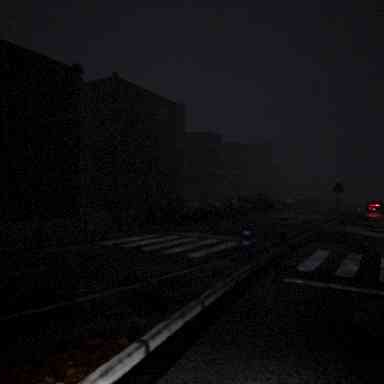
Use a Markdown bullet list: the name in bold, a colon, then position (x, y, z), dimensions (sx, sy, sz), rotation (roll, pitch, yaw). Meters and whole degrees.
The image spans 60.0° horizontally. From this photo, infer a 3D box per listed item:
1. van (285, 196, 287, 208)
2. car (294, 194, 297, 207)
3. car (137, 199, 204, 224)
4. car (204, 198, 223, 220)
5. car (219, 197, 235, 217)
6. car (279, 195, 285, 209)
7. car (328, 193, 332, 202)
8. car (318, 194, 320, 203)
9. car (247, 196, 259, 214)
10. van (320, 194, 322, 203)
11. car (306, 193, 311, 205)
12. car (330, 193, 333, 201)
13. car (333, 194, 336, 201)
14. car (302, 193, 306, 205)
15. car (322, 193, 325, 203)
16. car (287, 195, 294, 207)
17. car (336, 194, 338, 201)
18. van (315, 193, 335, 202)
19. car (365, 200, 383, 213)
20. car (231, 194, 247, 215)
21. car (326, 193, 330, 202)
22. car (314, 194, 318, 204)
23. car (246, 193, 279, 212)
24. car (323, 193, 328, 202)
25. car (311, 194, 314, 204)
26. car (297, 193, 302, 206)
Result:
- **van**: position (9.543, 1.207, 43.153), dimensions (4.442, 1.987, 1.878), rotation (1, 1, 31)
- **car**: position (12.237, 1.311, 47.967), dimensions (4.553, 1.767, 2.185), rotation (1, 0, 31)
- **car**: position (-1.825, 1.258, 24.240), dimensions (4.553, 1.767, 2.185), rotation (1, 0, 31)
- **car**: position (-0.445, 1.397, 26.632), dimensions (5.008, 1.535, 2.097), rotation (1, 0, 31)
- **car**: position (0.972, 1.446, 28.996), dimensions (4.674, 1.452, 2.002), rotation (1, 0, 31)
- **car**: position (8.188, 1.428, 40.750), dimensions (5.366, 1.575, 1.946), rotation (1, 1, 31)
- **car**: position (27.757, 1.578, 74.022), dimensions (4.792, 1.488, 2.163), rotation (1, 0, 31)
- **car**: position (20.733, 1.483, 62.160), dimensions (4.892, 1.521, 2.231), rotation (1, 0, 31)
- **car**: position (3.790, 1.422, 33.743), dimensions (4.892, 1.521, 2.231), rotation (1, 0, 31)
- **van**: position (22.307, 1.270, 64.577), dimensions (4.442, 1.987, 1.878), rotation (1, 0, 31)
- **car**: position (16.500, 1.456, 55.054), dimensions (4.892, 1.521, 2.231), rotation (1, 0, 31)
- **car**: position (29.191, 1.606, 76.377), dimensions (4.674, 1.452, 2.002), rotation (1, 0, 31)
- **car**: position (30.600, 1.583, 78.747), dimensions (5.008, 1.535, 2.097), rotation (1, 0, 31)
- **car**: position (15.113, 1.323, 52.673), dimensions (4.553, 1.767, 2.185), rotation (1, 0, 31)
- **car**: position (23.551, 1.545, 66.899), dimensions (4.674, 1.452, 2.002), rotation (1, 0, 31)
- **car**: position (10.846, 1.434, 45.586), dimensions (5.008, 1.535, 2.097), rotation (1, 0, 31)
- **car**: position (31.995, 1.351, 81.126), dimensions (5.566, 2.045, 2.435), rotation (1, 0, 31)
- **van**: position (33.330, 1.395, 83.541), dimensions (4.442, 1.987, 1.878), rotation (1, 0, 31)
- **car**: position (21.648, 1.661, 39.273), dimensions (1.837, 1.490, 4.892), rotation (1, 0, 31)
- **car**: position (2.410, 1.290, 31.350), dimensions (4.553, 1.767, 2.185), rotation (1, 0, 31)
- **car**: position (26.377, 1.535, 71.634), dimensions (4.892, 1.521, 2.231), rotation (1, 0, 31)
- **car**: position (19.323, 1.473, 59.792), dimensions (4.892, 1.521, 2.231), rotation (1, 0, 31)
- **car**: position (6.596, 1.174, 38.489), dimensions (5.566, 2.045, 2.435), rotation (1, 0, 31)
- **car**: position (24.802, 1.513, 69.365), dimensions (5.366, 1.575, 1.946), rotation (1, 0, 31)
- **car**: position (17.912, 1.464, 57.423), dimensions (4.892, 1.521, 2.231), rotation (1, 0, 31)
- **car**: position (13.648, 1.316, 50.335), dimensions (4.553, 1.767, 2.185), rotation (1, 0, 31)
